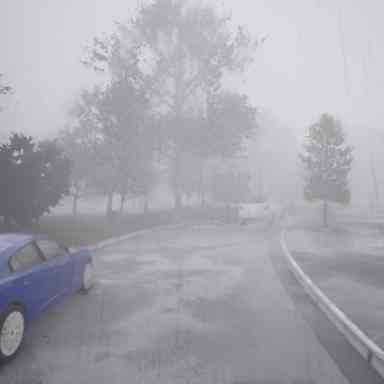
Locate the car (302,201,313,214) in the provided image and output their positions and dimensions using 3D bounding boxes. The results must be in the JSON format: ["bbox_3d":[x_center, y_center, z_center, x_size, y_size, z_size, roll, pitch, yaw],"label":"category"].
[{"bbox_3d":[13.849,1.857,40.688,5.008,1.535,2.097,1,-3,-41],"label":"car"}]

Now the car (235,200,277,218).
[{"bbox_3d":[6.332,1.645,32.334,2.097,1.535,5.008,-3,-4,35],"label":"car"}]

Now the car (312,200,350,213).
[{"bbox_3d":[18.450,1.922,44.119,4.892,1.521,2.231,1,-4,-33],"label":"car"}]

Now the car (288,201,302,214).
[{"bbox_3d":[9.795,1.747,36.833,2.231,1.521,4.892,-3,-3,41],"label":"car"}]

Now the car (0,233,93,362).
[{"bbox_3d":[-3.291,1.467,5.895,2.097,1.535,5.008,0,0,1],"label":"car"}]

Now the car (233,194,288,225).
[{"bbox_3d":[4.971,1.167,23.327,2.150,2.045,5.566,-2,-1,25],"label":"car"}]

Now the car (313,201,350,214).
[{"bbox_3d":[16.071,1.654,37.563,4.892,1.490,1.837,1,-4,-42],"label":"car"}]

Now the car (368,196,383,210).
[{"bbox_3d":[28.670,1.657,49.242,5.566,2.045,2.435,-1,-4,-21],"label":"car"}]
